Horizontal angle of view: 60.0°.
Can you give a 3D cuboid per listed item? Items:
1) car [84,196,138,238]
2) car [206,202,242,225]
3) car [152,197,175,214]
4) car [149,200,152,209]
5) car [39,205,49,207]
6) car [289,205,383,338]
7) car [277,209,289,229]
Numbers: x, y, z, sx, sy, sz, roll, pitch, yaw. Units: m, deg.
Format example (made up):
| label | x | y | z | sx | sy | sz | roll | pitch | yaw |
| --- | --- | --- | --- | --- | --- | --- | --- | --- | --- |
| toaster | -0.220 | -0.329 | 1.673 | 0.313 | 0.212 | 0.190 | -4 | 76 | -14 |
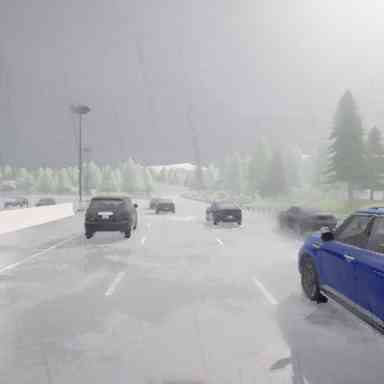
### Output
| label | x | y | z | sx | sy | sz | roll | pitch | yaw |
| --- | --- | --- | --- | --- | --- | --- | --- | --- | --- |
| car | -4.191 | 1.227 | 17.855 | 2.150 | 2.045 | 5.566 | 0 | 0 | -5 |
| car | 2.218 | 1.483 | 24.096 | 1.882 | 1.535 | 5.008 | 0 | 0 | -6 |
| car | -2.952 | 1.485 | 35.607 | 1.882 | 1.535 | 5.008 | 0 | 0 | -9 |
| car | -4.685 | 1.514 | 44.782 | 1.837 | 1.490 | 4.892 | 0 | 0 | -13 |
| car | -18.494 | 1.516 | 42.029 | 1.837 | 1.490 | 4.892 | 0 | 0 | -12 |
| car | 3.489 | 1.224 | 5.085 | 2.150 | 2.045 | 5.566 | 0 | 0 | -1 |
| car | 6.262 | 1.509 | 18.642 | 1.837 | 1.490 | 4.892 | 0 | 0 | -5 |
